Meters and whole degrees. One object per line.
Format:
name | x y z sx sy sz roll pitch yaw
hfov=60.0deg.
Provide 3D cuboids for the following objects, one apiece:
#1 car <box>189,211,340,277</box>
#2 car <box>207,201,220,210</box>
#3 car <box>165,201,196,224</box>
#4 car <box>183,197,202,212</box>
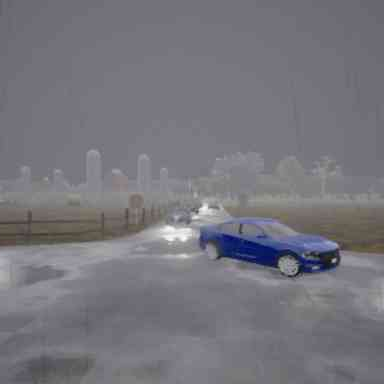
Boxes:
car | 2.332 1.634 11.169 1.882 1.535 5.008 -2 1 -41
car | 3.317 2.064 51.769 2.033 1.411 5.357 0 -1 3
car | -1.043 1.797 27.475 2.128 1.511 4.902 0 -1 3
car | -0.203 1.663 41.895 2.150 2.045 5.566 0 0 4
